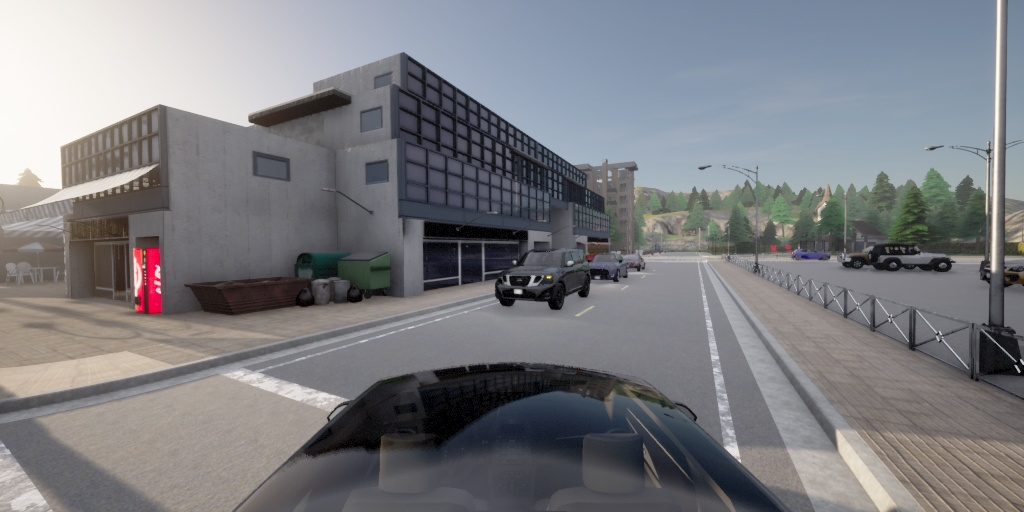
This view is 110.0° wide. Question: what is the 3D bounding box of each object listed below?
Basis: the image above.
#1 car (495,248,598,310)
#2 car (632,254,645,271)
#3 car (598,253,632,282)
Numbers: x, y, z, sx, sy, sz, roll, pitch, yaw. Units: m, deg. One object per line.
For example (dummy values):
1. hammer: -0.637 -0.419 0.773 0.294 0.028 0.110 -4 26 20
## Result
1. car: 1.447 0.720 13.872 2.150 2.045 5.566 0 1 27
2. car: 10.604 0.534 31.730 1.812 1.442 4.674 0 1 27
3. car: 5.933 0.610 22.626 2.097 1.767 4.553 0 1 27
